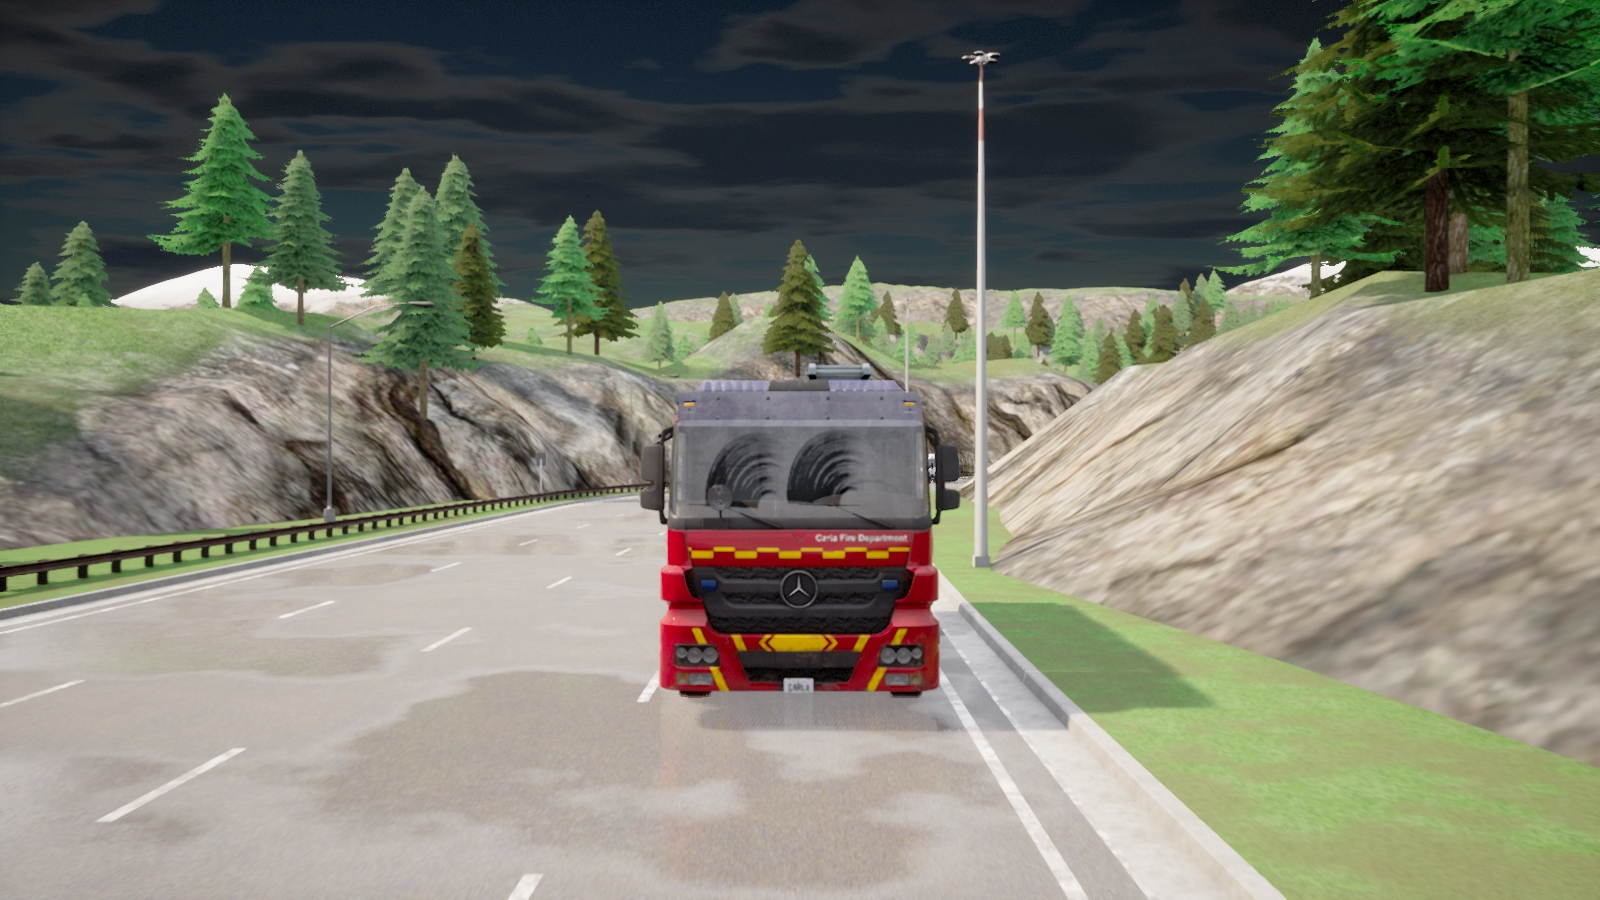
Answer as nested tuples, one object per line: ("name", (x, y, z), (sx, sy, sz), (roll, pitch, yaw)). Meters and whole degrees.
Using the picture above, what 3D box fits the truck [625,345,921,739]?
("truck", (-0.213, 0.895, 15.370), (2.891, 3.827, 8.468), (0, 0, 1))
